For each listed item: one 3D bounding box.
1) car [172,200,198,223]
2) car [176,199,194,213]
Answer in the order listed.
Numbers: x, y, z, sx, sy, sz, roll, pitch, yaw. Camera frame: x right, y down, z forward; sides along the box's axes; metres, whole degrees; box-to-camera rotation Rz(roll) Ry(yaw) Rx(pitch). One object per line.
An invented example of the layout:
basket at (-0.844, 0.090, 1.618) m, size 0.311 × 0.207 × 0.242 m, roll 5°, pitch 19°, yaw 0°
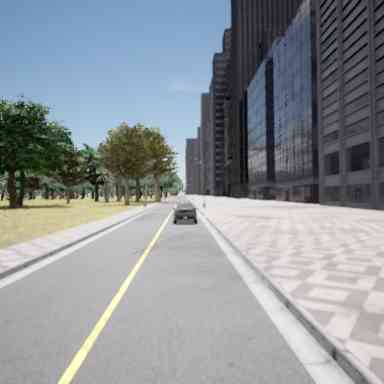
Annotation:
car at (-0.546, 1.673, 27.319) m, size 1.837 × 1.490 × 4.892 m, roll -1°, pitch 0°, yaw -1°
car at (-0.919, 1.733, 41.801) m, size 2.128 × 1.511 × 4.902 m, roll -1°, pitch 0°, yaw -1°
